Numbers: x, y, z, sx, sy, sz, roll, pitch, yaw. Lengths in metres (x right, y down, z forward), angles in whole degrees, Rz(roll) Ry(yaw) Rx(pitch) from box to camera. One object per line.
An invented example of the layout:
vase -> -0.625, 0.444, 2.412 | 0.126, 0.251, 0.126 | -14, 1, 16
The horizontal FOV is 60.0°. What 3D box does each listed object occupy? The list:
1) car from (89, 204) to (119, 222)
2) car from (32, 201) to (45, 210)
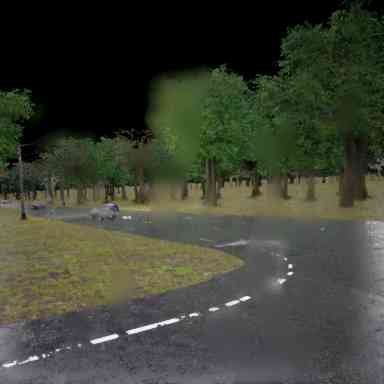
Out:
car -> -10.070, 2.483, 37.262 | 1.837, 1.490, 4.892 | -4, 0, -36
car -> -36.237, 3.113, 78.766 | 2.150, 2.045, 5.566 | -4, 1, -31
